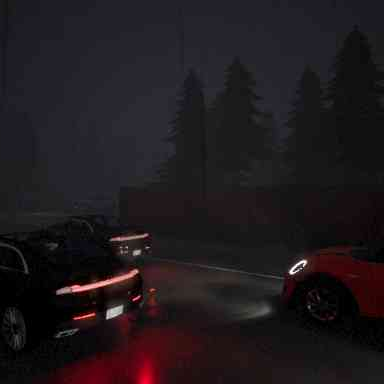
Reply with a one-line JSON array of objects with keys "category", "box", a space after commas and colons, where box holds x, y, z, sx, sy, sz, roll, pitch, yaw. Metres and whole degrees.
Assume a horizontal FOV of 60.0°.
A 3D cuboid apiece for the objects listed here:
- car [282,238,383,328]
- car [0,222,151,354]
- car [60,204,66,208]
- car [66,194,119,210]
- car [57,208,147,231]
[{"category": "car", "box": [3.885, 1.352, 5.521, 4.553, 1.767, 2.097, 0, 0, 36]}, {"category": "car", "box": [-3.061, 1.492, 6.147, 4.902, 1.511, 2.128, 0, 0, 36]}, {"category": "car", "box": [-12.947, 1.601, 39.131, 1.895, 1.301, 4.718, 0, 0, 35]}, {"category": "car", "box": [-10.527, 1.221, 36.578, 2.150, 2.045, 5.566, 0, 0, 32]}, {"category": "car", "box": [-3.496, 1.492, 10.801, 4.902, 1.511, 2.128, 0, 0, 37]}]
